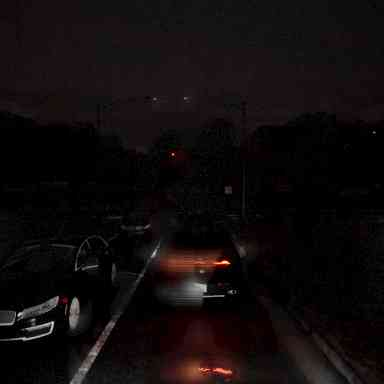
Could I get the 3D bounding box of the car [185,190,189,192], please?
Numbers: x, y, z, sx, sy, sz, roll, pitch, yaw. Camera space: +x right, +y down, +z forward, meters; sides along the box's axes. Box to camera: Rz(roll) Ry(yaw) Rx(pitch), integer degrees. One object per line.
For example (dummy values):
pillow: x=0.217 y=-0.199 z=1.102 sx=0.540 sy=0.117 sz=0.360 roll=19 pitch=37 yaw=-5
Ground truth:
car: x=-2.517 y=1.146 z=94.056 sx=2.192 sy=1.841 sz=5.009 roll=-1 pitch=1 yaw=0

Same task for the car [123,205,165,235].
car: x=-2.633 y=1.584 z=17.410 sx=1.802 sy=1.307 sz=4.206 roll=-2 pitch=0 yaw=0

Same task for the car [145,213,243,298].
car: x=0.116 y=1.503 z=8.466 sx=1.837 sy=1.490 sz=4.892 roll=0 pitch=0 yaw=0

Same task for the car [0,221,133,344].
car: x=-2.650 y=1.549 z=6.515 sx=2.008 sy=1.369 sz=4.403 roll=-2 pitch=0 yaw=0

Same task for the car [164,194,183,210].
car: x=-2.599 y=1.490 z=44.187 sx=1.967 sy=1.590 sz=4.097 roll=-2 pitch=0 yaw=0

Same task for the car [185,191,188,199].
car: x=-2.557 y=1.318 z=71.886 sx=2.192 sy=1.841 sz=5.009 roll=-1 pitch=0 yaw=0

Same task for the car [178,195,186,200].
car: x=-2.523 y=1.443 z=88.507 sx=2.008 sy=1.369 sz=4.403 roll=-1 pitch=0 yaw=0

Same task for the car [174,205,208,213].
car: x=0.157 y=1.604 z=18.597 sx=1.895 sy=1.301 sz=4.718 roll=0 pitch=0 yaw=1

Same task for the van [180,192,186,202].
van: x=-2.564 y=1.369 z=66.343 sx=1.690 sy=1.788 sz=3.998 roll=-1 pitch=0 yaw=0

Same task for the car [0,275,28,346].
car: x=-2.657 y=1.550 z=1.066 sx=2.008 sy=1.369 sz=4.403 roll=-2 pitch=0 yaw=0
